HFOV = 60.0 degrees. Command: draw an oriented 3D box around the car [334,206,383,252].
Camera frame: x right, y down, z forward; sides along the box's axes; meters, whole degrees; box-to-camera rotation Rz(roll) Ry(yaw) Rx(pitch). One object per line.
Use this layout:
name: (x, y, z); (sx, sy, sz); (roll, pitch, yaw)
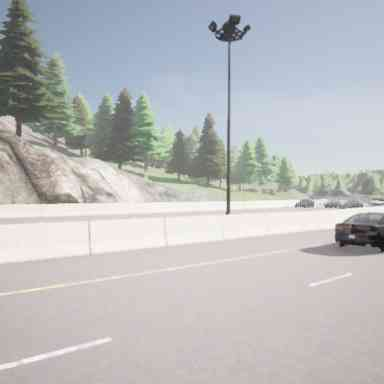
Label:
car: (8.216, 1.622, 14.691); (5.008, 1.535, 1.882); (0, 0, -40)

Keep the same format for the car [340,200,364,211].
car: (24.262, 1.961, 50.317); (2.128, 1.511, 4.902); (1, 0, 41)
